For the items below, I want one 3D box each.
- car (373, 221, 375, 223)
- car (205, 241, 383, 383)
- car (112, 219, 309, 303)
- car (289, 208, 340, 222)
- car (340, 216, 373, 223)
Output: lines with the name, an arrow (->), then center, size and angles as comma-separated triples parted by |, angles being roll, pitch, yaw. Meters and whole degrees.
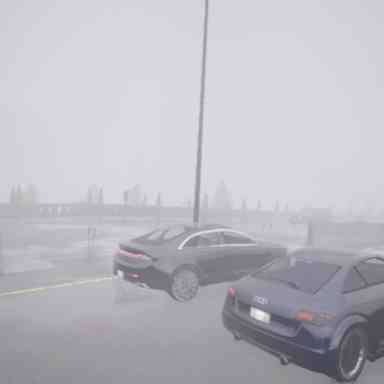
car -> 18.836, 3.155, 30.293 | 4.181, 1.385, 1.994 | 4, -3, -35
car -> 2.528, 1.632, 5.547 | 4.181, 1.385, 1.994 | 2, -1, -35
car -> 0.482, 1.560, 8.387 | 4.902, 1.511, 2.128 | 2, -1, -35
car -> 12.430, 2.632, 34.330 | 5.566, 2.045, 2.150 | 4, -3, -35
car -> 16.235, 3.073, 32.742 | 4.674, 1.442, 1.812 | 4, -2, -35
